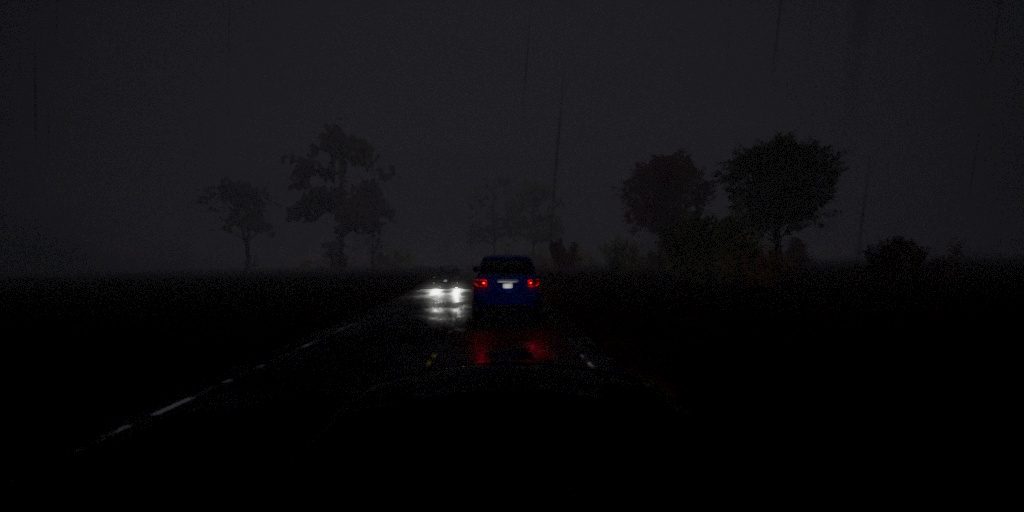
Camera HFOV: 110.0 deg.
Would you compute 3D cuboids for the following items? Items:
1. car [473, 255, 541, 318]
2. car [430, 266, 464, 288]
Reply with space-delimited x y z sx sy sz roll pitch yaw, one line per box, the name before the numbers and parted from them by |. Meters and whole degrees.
car | -0.261 0.972 13.239 2.150 2.045 5.566 0 0 -3
car | -4.256 1.330 23.925 1.994 1.385 4.181 0 0 -6
